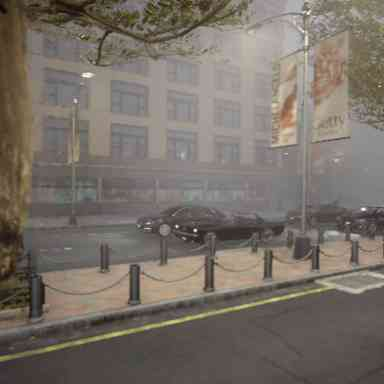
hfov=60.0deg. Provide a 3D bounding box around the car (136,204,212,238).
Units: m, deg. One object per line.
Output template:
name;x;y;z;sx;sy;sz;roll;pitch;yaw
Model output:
car;-0.437;1.380;16.988;4.892;1.490;1.837;0;0;-31

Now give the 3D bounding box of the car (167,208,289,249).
car;1.601;1.516;14.139;4.718;1.301;1.895;0;0;-31

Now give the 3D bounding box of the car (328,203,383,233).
car;10.254;1.530;19.232;4.181;1.385;1.994;0;0;-31

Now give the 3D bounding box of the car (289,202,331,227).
car;8.384;1.433;22.188;4.892;1.490;1.837;0;0;-30
